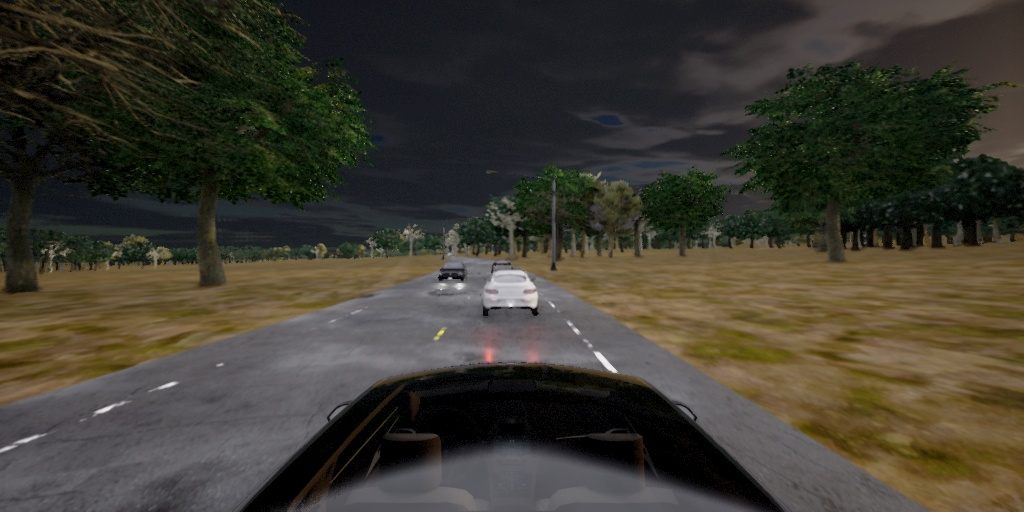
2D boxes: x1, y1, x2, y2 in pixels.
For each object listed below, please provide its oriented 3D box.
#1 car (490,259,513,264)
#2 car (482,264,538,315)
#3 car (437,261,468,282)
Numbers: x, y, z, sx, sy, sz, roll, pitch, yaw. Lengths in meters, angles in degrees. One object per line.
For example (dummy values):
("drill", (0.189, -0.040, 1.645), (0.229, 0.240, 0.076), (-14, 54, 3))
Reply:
("car", (-0.923, 1.013, 31.991), (2.128, 1.511, 4.902), (0, 1, -3))
("car", (-0.094, 1.206, 13.118), (1.812, 1.442, 4.674), (0, 0, -2))
("car", (-4.305, 1.112, 26.859), (2.033, 1.411, 5.357), (0, 1, -3))
